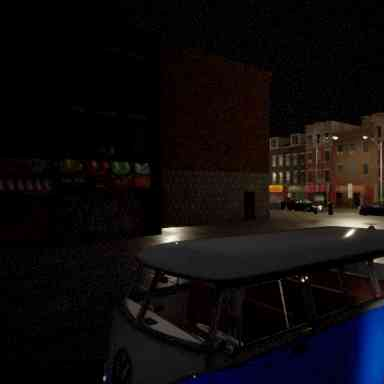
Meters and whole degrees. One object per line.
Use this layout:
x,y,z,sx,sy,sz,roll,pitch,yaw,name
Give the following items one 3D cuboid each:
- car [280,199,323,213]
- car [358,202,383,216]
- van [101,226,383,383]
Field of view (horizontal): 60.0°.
12.000,1.490,36.759,2.128,1.511,4.902,0,0,-35,car
17.119,1.570,29.572,1.994,1.385,4.181,0,0,-35,car
1.070,1.341,3.584,3.998,1.788,1.690,0,0,-36,van
